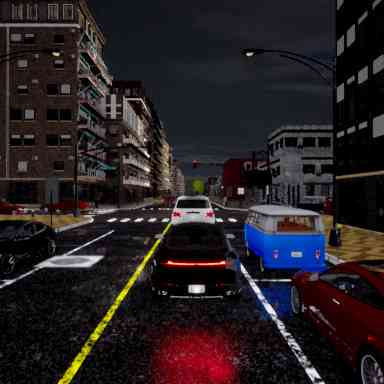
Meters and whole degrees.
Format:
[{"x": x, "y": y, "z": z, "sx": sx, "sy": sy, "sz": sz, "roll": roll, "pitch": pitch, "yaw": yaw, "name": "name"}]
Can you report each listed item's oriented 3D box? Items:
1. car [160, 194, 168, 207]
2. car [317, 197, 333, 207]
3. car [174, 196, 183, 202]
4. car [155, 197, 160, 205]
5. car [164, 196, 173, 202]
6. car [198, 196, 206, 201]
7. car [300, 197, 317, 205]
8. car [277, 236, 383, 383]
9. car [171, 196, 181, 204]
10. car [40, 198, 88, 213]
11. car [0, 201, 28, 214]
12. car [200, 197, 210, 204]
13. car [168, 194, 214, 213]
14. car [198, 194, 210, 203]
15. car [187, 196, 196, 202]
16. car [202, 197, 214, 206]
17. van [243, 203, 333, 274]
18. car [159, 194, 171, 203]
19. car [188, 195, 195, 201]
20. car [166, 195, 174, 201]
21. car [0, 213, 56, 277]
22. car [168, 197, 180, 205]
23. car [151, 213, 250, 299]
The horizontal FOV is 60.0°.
[{"x": -3.200, "y": 1.382, "z": 50.102, "sx": 2.097, "sy": 1.767, "sz": 4.553, "roll": 0, "pitch": 0, "yaw": 0, "name": "car"}, {"x": 14.860, "y": 1.359, "z": 31.163, "sx": 5.009, "sy": 1.841, "sz": 2.192, "roll": 0, "pitch": 0, "yaw": 0, "name": "car"}, {"x": -3.157, "y": 1.624, "z": 78.117, "sx": 1.994, "sy": 1.385, "sz": 4.181, "roll": 0, "pitch": 0, "yaw": 0, "name": "car"}, {"x": -5.809, "y": 1.569, "z": 60.385, "sx": 1.752, "sy": 1.417, "sz": 4.829, "roll": 0, "pitch": 0, "yaw": 0, "name": "car"}, {"x": -5.854, "y": 1.631, "z": 82.712, "sx": 2.008, "sy": 1.369, "sz": 4.403, "roll": 0, "pitch": 0, "yaw": 0, "name": "car"}, {"x": 2.516, "y": 1.643, "z": 88.268, "sx": 2.008, "sy": 1.369, "sz": 4.403, "roll": 0, "pitch": 0, "yaw": 0, "name": "car"}, {"x": 13.367, "y": 1.559, "z": 36.942, "sx": 4.902, "sy": 1.511, "sz": 2.128, "roll": 0, "pitch": 0, "yaw": 0, "name": "car"}, {"x": 2.651, "y": 1.582, "z": 4.557, "sx": 1.802, "sy": 1.307, "sz": 4.206, "roll": 0, "pitch": 0, "yaw": 0, "name": "car"}, {"x": -3.151, "y": 1.580, "z": 68.101, "sx": 1.812, "sy": 1.442, "sz": 4.674, "roll": 0, "pitch": 0, "yaw": 0, "name": "car"}, {"x": -14.118, "y": 1.466, "z": 36.823, "sx": 5.008, "sy": 1.535, "sz": 1.882, "roll": 0, "pitch": 0, "yaw": 0, "name": "car"}, {"x": -17.528, "y": 1.535, "z": 31.018, "sx": 4.206, "sy": 1.307, "sz": 1.802, "roll": 0, "pitch": 0, "yaw": 0, "name": "car"}, {"x": 2.560, "y": 1.634, "z": 66.112, "sx": 1.802, "sy": 1.307, "sz": 4.206, "roll": 0, "pitch": 0, "yaw": 0, "name": "car"}, {"x": 0.052, "y": 1.225, "z": 18.429, "sx": 2.150, "sy": 2.045, "sz": 5.566, "roll": 0, "pitch": 0, "yaw": 0, "name": "car"}, {"x": 2.550, "y": 1.376, "z": 71.651, "sx": 2.192, "sy": 1.841, "sz": 5.009, "roll": 0, "pitch": 0, "yaw": 0, "name": "car"}, {"x": -0.163, "y": 1.618, "z": 81.524, "sx": 2.033, "sy": 1.411, "sz": 5.357, "roll": 0, "pitch": 0, "yaw": 0, "name": "car"}, {"x": 2.582, "y": 1.562, "z": 55.203, "sx": 1.752, "sy": 1.417, "sz": 4.829, "roll": 0, "pitch": 0, "yaw": 0, "name": "car"}, {"x": 2.640, "y": 1.343, "z": 10.247, "sx": 1.690, "sy": 1.788, "sz": 3.998, "roll": 0, "pitch": 0, "yaw": 0, "name": "van"}, {"x": -5.831, "y": 1.375, "z": 71.634, "sx": 2.192, "sy": 1.841, "sz": 5.009, "roll": 0, "pitch": 0, "yaw": 0, "name": "car"}, {"x": -0.184, "y": 1.640, "z": 91.839, "sx": 2.033, "sy": 1.411, "sz": 5.357, "roll": 0, "pitch": 0, "yaw": 0, "name": "car"}, {"x": -5.864, "y": 1.617, "z": 88.081, "sx": 1.752, "sy": 1.417, "sz": 4.829, "roll": 0, "pitch": 0, "yaw": 0, "name": "car"}, {"x": -5.708, "y": 1.567, "z": 10.255, "sx": 1.947, "sy": 1.339, "sz": 4.313, "roll": 0, "pitch": 0, "yaw": 0, "name": "car"}, {"x": -3.194, "y": 1.643, "z": 59.045, "sx": 1.895, "sy": 1.301, "sz": 4.718, "roll": 0, "pitch": 0, "yaw": 0, "name": "car"}, {"x": 0.081, "y": 1.506, "z": 8.429, "sx": 1.837, "sy": 1.490, "sz": 4.892, "roll": 0, "pitch": 0, "yaw": 0, "name": "car"}]
